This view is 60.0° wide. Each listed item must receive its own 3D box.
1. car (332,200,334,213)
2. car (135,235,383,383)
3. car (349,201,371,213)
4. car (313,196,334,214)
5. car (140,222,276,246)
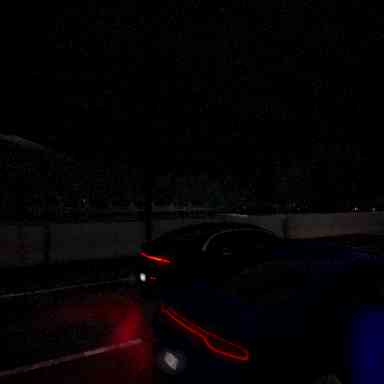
[{"bbox_3d":[15.349,1.793,33.058,4.181,1.385,1.994,1,-1,-31],"label":"car"},{"bbox_3d":[1.925,1.482,4.485,5.008,1.535,1.882,0,0,-31],"label":"car"},{"bbox_3d":[16.399,1.566,29.611,4.553,1.767,2.097,1,-1,-31],"label":"car"},{"bbox_3d":[13.430,1.449,35.991,5.566,2.045,2.150,1,-1,-31],"label":"car"},{"bbox_3d":[1.067,1.510,8.047,4.892,1.490,1.837,1,0,-31],"label":"car"}]
